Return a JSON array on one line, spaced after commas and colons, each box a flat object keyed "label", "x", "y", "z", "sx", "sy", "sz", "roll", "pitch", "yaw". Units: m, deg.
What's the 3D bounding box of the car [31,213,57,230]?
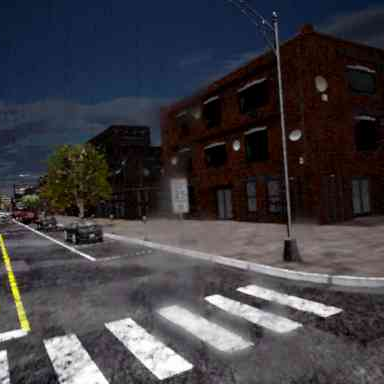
[{"label": "car", "x": -15.062, "y": 3.129, "z": 34.416, "sx": 2.008, "sy": 1.369, "sz": 4.403, "roll": -5, "pitch": 0, "yaw": -31}]

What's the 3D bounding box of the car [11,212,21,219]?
[{"label": "car", "x": -43.751, "y": 5.823, "z": 82.528, "sx": 1.947, "sy": 1.339, "sz": 4.313, "roll": -5, "pitch": 0, "yaw": -31}]

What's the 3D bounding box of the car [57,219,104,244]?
[{"label": "car", "x": -6.846, "y": 2.363, "z": 20.862, "sx": 2.008, "sy": 1.369, "sz": 4.403, "roll": -5, "pitch": 0, "yaw": -31}]

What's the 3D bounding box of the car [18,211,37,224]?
[{"label": "car", "x": -23.961, "y": 3.723, "z": 49.288, "sx": 2.192, "sy": 1.841, "sz": 5.009, "roll": -5, "pitch": 0, "yaw": -31}]

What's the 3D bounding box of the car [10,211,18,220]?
[{"label": "car", "x": -38.113, "y": 5.045, "z": 73.032, "sx": 2.192, "sy": 1.841, "sz": 5.009, "roll": -5, "pitch": 0, "yaw": -31}]
